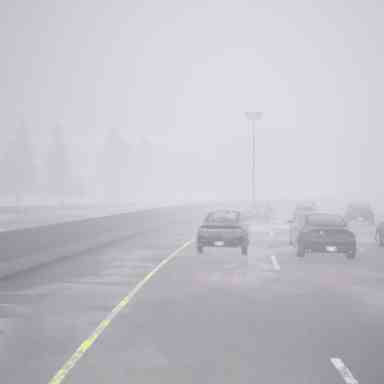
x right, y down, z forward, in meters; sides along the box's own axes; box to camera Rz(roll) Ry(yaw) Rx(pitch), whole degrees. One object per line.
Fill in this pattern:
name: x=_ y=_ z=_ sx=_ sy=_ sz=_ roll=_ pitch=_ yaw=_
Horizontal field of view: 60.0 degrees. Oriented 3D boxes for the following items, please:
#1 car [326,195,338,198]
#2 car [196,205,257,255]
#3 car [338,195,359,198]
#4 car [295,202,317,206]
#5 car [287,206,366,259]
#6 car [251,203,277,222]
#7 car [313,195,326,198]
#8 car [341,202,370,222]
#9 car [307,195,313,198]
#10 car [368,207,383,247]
car: x=32.763 y=1.496 z=74.311 sx=4.181 sy=1.385 sz=1.994 roll=0 pitch=0 yaw=-27
car: x=1.389 y=1.495 z=13.431 sx=2.128 sy=1.511 sz=4.902 roll=0 pitch=0 yaw=12
car: x=34.218 y=1.424 z=71.128 sx=5.008 sy=1.535 sz=1.882 roll=0 pitch=0 yaw=-27
car: x=8.747 y=1.495 z=25.346 sx=2.128 sy=1.511 sz=4.902 roll=0 pitch=0 yaw=23
car: x=4.819 y=1.516 z=12.732 sx=1.837 sy=1.490 sz=4.892 roll=0 pitch=0 yaw=12
car: x=5.527 y=1.563 z=26.718 sx=2.033 sy=1.411 sz=5.357 roll=0 pitch=0 yaw=23
car: x=31.309 y=1.418 z=77.494 sx=5.008 sy=1.535 sz=1.882 roll=0 pitch=0 yaw=-27
car: x=11.967 y=1.516 z=23.973 sx=1.837 sy=1.490 sz=4.892 roll=0 pitch=0 yaw=23
car: x=29.854 y=1.463 z=80.676 sx=4.902 sy=1.511 sz=2.128 roll=0 pitch=0 yaw=-27
car: x=8.249 y=1.516 z=12.034 sx=1.837 sy=1.490 sz=4.892 roll=0 pitch=0 yaw=12
